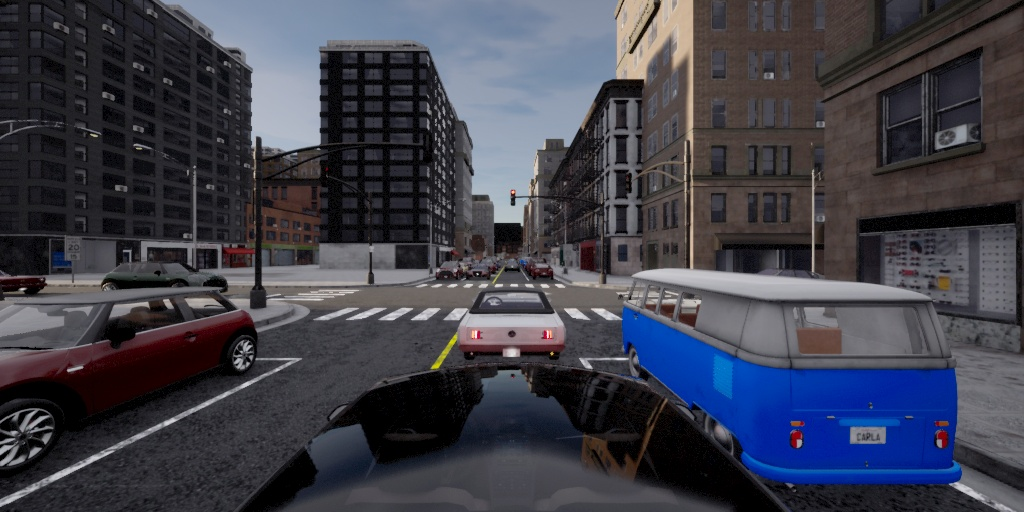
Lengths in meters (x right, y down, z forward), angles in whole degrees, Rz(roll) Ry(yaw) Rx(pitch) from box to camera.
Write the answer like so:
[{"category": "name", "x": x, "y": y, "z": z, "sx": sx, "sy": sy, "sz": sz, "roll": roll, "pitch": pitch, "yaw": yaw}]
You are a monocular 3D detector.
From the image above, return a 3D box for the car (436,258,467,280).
[{"category": "car", "x": -5.418, "y": 1.188, "z": 31.377, "sx": 1.967, "sy": 1.591, "sz": 4.097, "roll": 0, "pitch": 0, "yaw": 0}]

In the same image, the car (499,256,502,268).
[{"category": "car", "x": -2.887, "y": 1.099, "z": 49.048, "sx": 2.097, "sy": 1.767, "sz": 4.553, "roll": 0, "pitch": 0, "yaw": 0}]

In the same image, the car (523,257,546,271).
[{"category": "car", "x": 2.601, "y": 1.063, "z": 36.796, "sx": 2.192, "sy": 1.841, "sz": 5.009, "roll": 0, "pitch": 0, "yaw": 0}]

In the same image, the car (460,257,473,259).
[{"category": "car", "x": -5.430, "y": 1.063, "z": 42.196, "sx": 2.192, "sy": 1.841, "sz": 5.009, "roll": 0, "pitch": 0, "yaw": 0}]

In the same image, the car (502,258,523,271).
[{"category": "car", "x": 0.043, "y": 1.311, "z": 47.496, "sx": 1.994, "sy": 1.385, "sz": 4.181, "roll": 0, "pitch": 0, "yaw": 0}]

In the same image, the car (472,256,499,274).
[{"category": "car", "x": -2.874, "y": 1.100, "z": 40.173, "sx": 2.097, "sy": 1.767, "sz": 4.553, "roll": 0, "pitch": 0, "yaw": 0}]

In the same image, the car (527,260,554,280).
[{"category": "car", "x": 2.607, "y": 1.294, "z": 31.386, "sx": 1.888, "sy": 1.381, "sz": 4.507, "roll": 0, "pitch": 0, "yaw": 0}]

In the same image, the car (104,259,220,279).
[{"category": "car", "x": -16.004, "y": 1.022, "z": 16.715, "sx": 4.553, "sy": 1.767, "sz": 2.097, "roll": 0, "pitch": 0, "yaw": 0}]

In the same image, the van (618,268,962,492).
[{"category": "van", "x": 2.637, "y": 1.091, "z": 4.506, "sx": 1.690, "sy": 1.789, "sz": 3.998, "roll": 0, "pitch": 0, "yaw": 0}]

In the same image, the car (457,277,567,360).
[{"category": "car", "x": -0.005, "y": 1.351, "z": 8.292, "sx": 1.895, "sy": 1.301, "sz": 4.718, "roll": 0, "pitch": 0, "yaw": 0}]

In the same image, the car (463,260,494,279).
[{"category": "car", "x": -2.882, "y": 1.313, "z": 31.553, "sx": 1.994, "sy": 1.385, "sz": 4.181, "roll": 0, "pitch": 0, "yaw": -1}]

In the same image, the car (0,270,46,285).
[{"category": "car", "x": -24.983, "y": 1.220, "z": 16.701, "sx": 4.718, "sy": 1.301, "sz": 1.895, "roll": 0, "pitch": 0, "yaw": 0}]

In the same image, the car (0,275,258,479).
[{"category": "car", "x": -5.388, "y": 1.190, "z": 4.498, "sx": 1.967, "sy": 1.591, "sz": 4.097, "roll": 0, "pitch": 0, "yaw": 0}]
